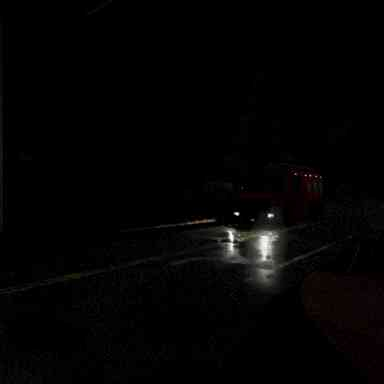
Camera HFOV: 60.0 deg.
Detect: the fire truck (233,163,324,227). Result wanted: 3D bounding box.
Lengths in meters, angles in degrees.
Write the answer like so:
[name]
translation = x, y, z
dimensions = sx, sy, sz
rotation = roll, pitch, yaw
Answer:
[fire truck]
translation = 6.094, 0.139, 22.283
dimensions = 2.891, 3.827, 8.468
rotation = 0, 0, 39
